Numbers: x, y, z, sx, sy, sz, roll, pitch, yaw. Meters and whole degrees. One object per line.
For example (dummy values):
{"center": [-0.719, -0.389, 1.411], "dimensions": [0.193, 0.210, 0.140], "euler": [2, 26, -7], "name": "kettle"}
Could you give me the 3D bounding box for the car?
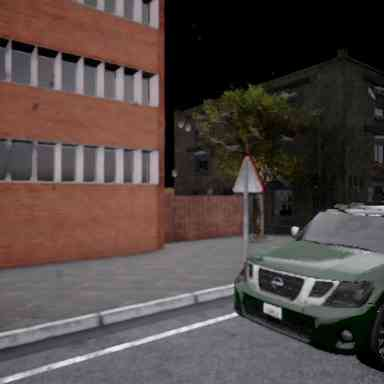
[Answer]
{"center": [3.322, 1.244, 6.061], "dimensions": [5.566, 2.045, 2.150], "euler": [0, 0, -36], "name": "car"}
